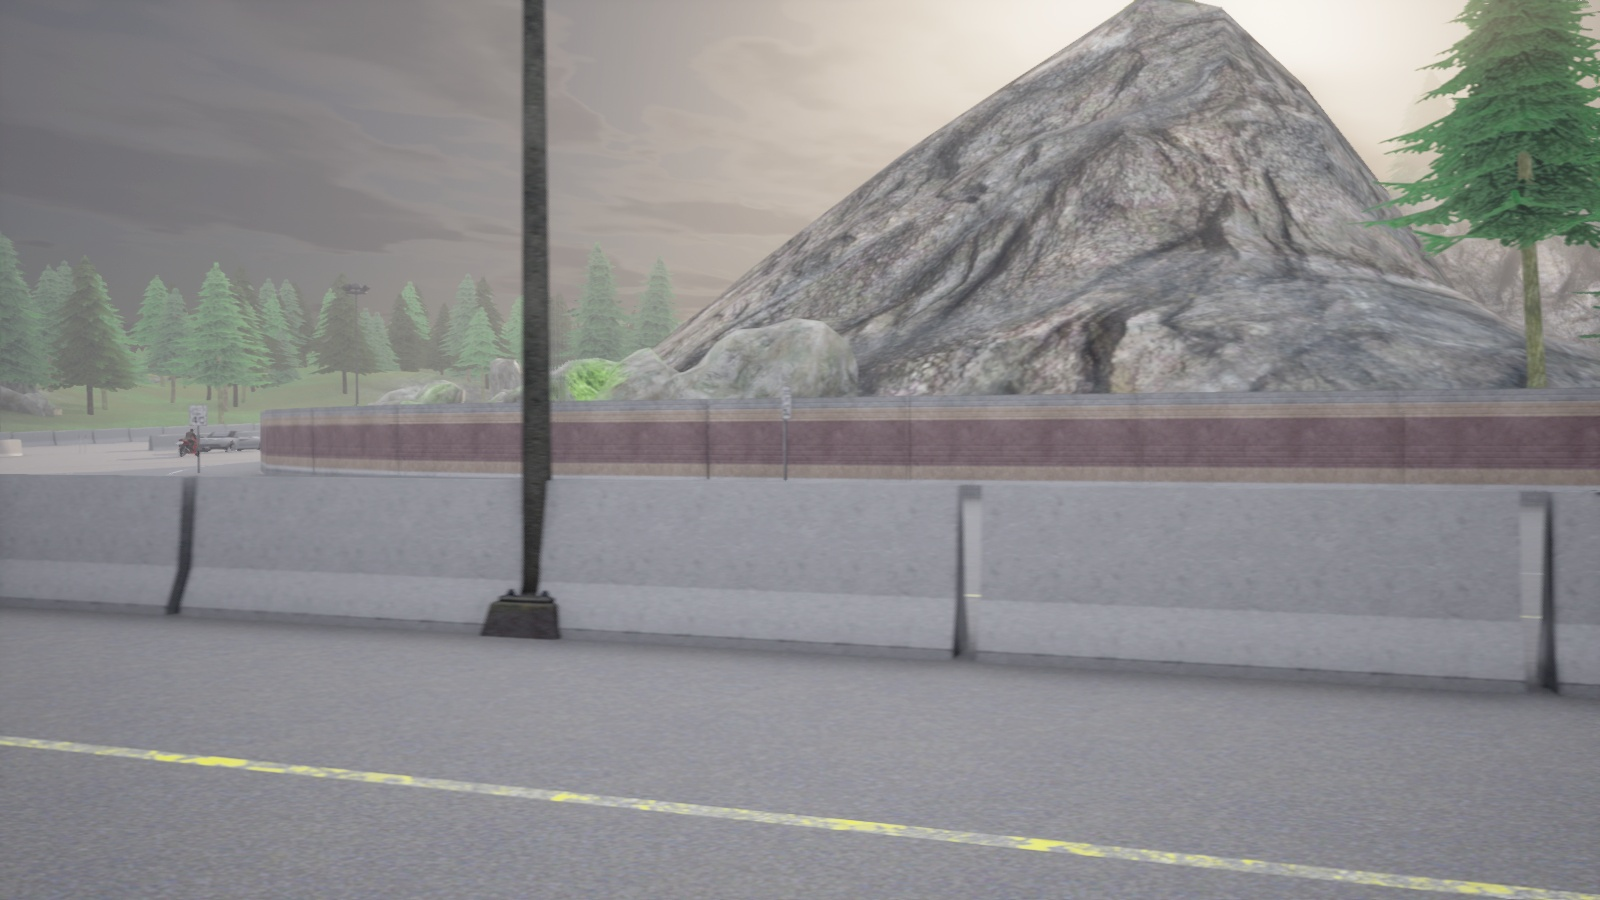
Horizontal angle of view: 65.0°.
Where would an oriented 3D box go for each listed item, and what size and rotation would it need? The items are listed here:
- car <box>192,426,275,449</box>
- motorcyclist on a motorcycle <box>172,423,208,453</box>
[{"bbox_3d":[-33.904,-0.775,75.299,1.895,1.301,4.718,0,2,16],"label":"car"},{"bbox_3d":[-32.087,-0.631,66.119,0.797,1.523,2.044,1,2,4],"label":"motorcyclist on a motorcycle"}]
